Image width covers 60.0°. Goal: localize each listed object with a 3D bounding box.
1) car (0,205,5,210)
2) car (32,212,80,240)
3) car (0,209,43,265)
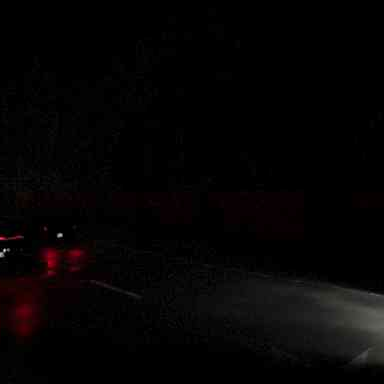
[{"bbox_3d":[-17.795,1.616,29.094,1.882,1.535,5.008,0,0,-40],"label":"car"},{"bbox_3d":[-7.454,1.682,16.810,1.895,1.301,4.718,0,0,-41],"label":"car"},{"bbox_3d":[-6.969,1.545,11.002,2.128,1.511,4.902,0,0,-43],"label":"car"}]
